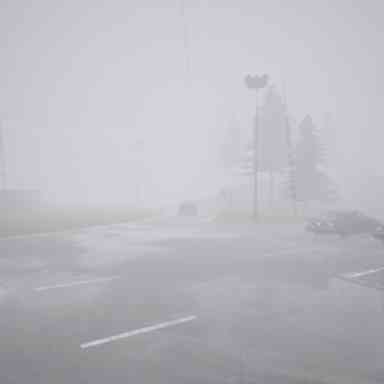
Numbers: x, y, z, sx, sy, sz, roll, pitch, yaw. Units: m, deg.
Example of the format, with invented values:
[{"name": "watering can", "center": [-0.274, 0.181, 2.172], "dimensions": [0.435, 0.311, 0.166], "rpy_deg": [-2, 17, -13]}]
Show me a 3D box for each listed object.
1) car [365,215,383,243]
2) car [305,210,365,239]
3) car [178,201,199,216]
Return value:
[{"name": "car", "center": [10.646, 1.712, 15.667], "dimensions": [5.357, 1.411, 2.033], "rpy_deg": [1, 0, -36]}, {"name": "car", "center": [8.533, 1.711, 18.460], "dimensions": [5.357, 1.411, 2.033], "rpy_deg": [1, 0, -36]}, {"name": "car", "center": [-0.299, 1.666, 34.979], "dimensions": [1.882, 1.535, 5.008], "rpy_deg": [1, 0, 5]}]
